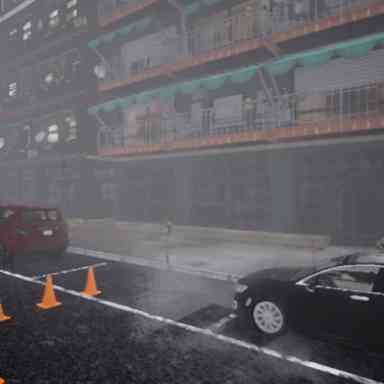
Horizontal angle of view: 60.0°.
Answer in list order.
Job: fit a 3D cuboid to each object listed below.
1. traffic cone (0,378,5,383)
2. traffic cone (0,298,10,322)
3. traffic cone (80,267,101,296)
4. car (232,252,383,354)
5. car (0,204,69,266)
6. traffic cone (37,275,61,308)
[{"bbox_3d":[-2.441,1.962,3.900,0.340,0.580,0.340,0,0,36],"label":"traffic cone"},{"bbox_3d":[-3.467,1.965,5.888,0.340,0.580,0.340,0,0,36],"label":"traffic cone"},{"bbox_3d":[-2.287,1.981,7.503,0.340,0.580,0.340,0,0,36],"label":"traffic cone"},{"bbox_3d":[2.725,1.598,5.044,4.403,1.369,2.008,0,-1,36],"label":"car"},{"bbox_3d":[-6.378,1.334,11.693,5.009,1.841,2.192,0,-1,36],"label":"car"},{"bbox_3d":[-2.877,1.973,6.695,0.340,0.580,0.340,0,0,36],"label":"traffic cone"}]
